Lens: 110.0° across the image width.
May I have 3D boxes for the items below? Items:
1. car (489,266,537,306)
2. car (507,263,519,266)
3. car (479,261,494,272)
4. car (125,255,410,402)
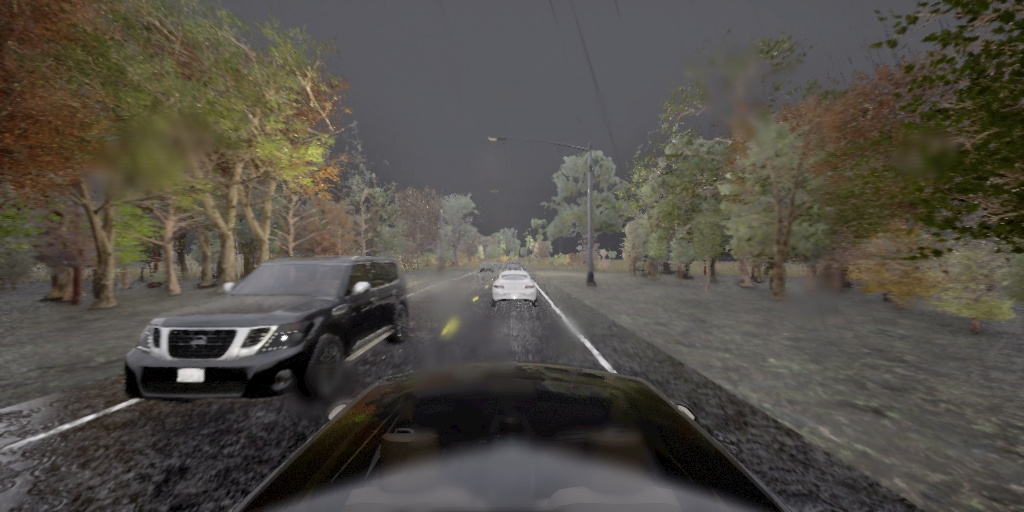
[{"bbox_3d":[0.099,1.358,16.147,1.812,1.442,4.674,0,0,0],"label":"car"},{"bbox_3d":[0.099,1.520,40.488,2.033,1.411,5.357,0,0,0],"label":"car"},{"bbox_3d":[-3.548,1.538,51.163,1.837,1.490,4.892,0,0,1],"label":"car"},{"bbox_3d":[-3.599,1.000,6.784,2.150,2.045,5.566,0,0,0],"label":"car"}]
